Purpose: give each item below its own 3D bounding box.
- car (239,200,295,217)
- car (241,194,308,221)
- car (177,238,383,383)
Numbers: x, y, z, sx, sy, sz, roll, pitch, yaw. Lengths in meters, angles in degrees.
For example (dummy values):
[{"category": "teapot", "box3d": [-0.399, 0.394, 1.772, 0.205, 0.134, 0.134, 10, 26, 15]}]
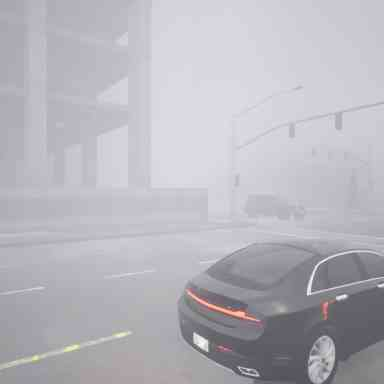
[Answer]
[{"category": "car", "box3d": [7.358, 1.547, 33.215, 2.033, 1.411, 5.357, 0, 0, -37]}, {"category": "car", "box3d": [6.875, 1.222, 27.865, 2.150, 2.045, 5.566, 0, 0, -36]}, {"category": "car", "box3d": [2.088, 1.505, 5.280, 4.892, 1.490, 1.837, 0, 0, -35]}]
